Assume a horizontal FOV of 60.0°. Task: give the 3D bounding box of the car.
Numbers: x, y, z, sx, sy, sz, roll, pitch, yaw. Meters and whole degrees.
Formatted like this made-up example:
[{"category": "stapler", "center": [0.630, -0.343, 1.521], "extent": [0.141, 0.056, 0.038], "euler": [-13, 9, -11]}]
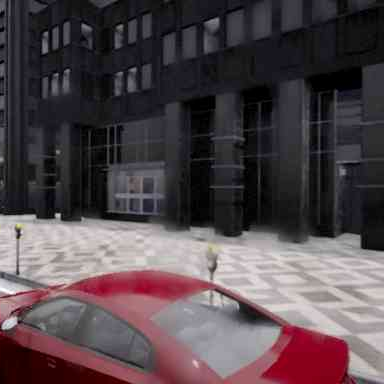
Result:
[{"category": "car", "center": [-0.757, 1.532, 3.500], "extent": [4.507, 1.381, 1.887], "euler": [0, 0, 35]}]
